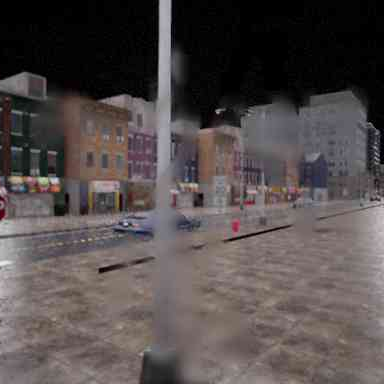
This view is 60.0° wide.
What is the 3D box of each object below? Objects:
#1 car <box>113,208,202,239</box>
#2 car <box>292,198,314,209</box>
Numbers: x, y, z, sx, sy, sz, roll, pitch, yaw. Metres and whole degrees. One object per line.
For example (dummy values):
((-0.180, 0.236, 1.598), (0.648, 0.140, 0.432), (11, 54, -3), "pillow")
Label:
((-1.624, 1.550, 17.500), (2.033, 1.411, 5.357), (1, 0, 36), "car")
((15.409, 1.548, 45.850), (1.837, 1.490, 4.892), (1, 0, 36), "car")
